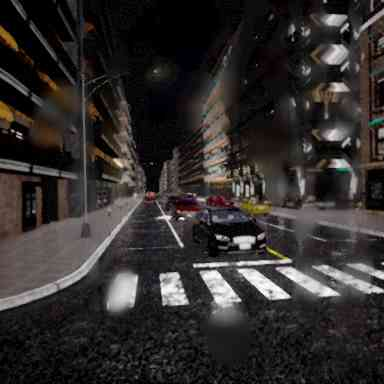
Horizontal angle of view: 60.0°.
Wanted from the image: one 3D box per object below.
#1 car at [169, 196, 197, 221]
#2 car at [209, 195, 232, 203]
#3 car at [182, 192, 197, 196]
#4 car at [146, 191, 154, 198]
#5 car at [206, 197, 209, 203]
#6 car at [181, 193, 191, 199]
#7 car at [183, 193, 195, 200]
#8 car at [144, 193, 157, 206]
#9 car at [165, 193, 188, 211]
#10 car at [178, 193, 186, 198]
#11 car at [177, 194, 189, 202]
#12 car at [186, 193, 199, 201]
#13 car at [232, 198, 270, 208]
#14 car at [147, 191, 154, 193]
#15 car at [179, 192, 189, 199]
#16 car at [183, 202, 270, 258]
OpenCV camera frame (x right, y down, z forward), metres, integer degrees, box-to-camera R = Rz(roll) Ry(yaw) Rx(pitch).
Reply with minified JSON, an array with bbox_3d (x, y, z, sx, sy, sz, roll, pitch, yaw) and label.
[{"bbox_3d":[-0.481,1.308,24.999,1.812,1.442,4.674,-1,0,-7],"label":"car"},{"bbox_3d":[3.616,1.141,38.733,1.887,1.381,4.507,-1,0,-7],"label":"car"},{"bbox_3d":[-0.359,1.102,49.502,1.812,1.442,4.674,-1,0,-7],"label":"car"},{"bbox_3d":[-11.813,0.745,93.872,2.192,1.841,5.009,-1,0,-7],"label":"car"},{"bbox_3d":[2.906,1.107,44.349,1.887,1.381,4.507,-1,0,-7],"label":"car"},{"bbox_3d":[-1.360,0.911,78.055,1.887,1.381,4.507,-1,0,-7],"label":"car"},{"bbox_3d":[-0.648,0.950,72.437,2.008,1.369,4.403,-1,0,-7],"label":"car"},{"bbox_3d":[-6.120,1.260,48.936,1.802,1.307,4.206,-1,0,-7],"label":"car"},{"bbox_3d":[-1.867,1.216,36.034,1.837,1.490,4.892,-1,0,-7],"label":"car"},{"bbox_3d":[-2.781,0.888,89.289,1.802,1.307,4.206,-1,0,-7],"label":"car"},{"bbox_3d":[-1.647,1.043,59.673,1.812,1.442,4.674,-1,0,-7],"label":"car"},{"bbox_3d":[0.062,0.982,66.820,2.008,1.369,4.403,-1,0,-7],"label":"car"},{"bbox_3d":[5.017,1.192,27.669,1.752,1.417,4.829,-1,0,-7],"label":"car"},{"bbox_3d":[-8.968,0.862,71.405,2.192,1.841,5.009,-1,0,-7],"label":"car"},{"bbox_3d":[-2.072,0.776,83.669,1.967,1.590,4.097,-1,0,-7],"label":"car"},{"bbox_3d":[1.196,1.366,12.471,2.128,1.511,4.902,-1,0,-10],"label":"car"}]
